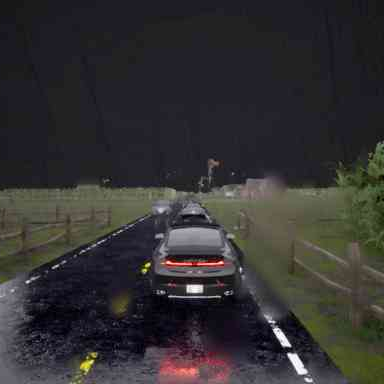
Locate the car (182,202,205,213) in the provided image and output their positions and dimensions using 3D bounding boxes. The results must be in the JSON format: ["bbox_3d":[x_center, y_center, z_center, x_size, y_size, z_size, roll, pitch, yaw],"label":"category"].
[{"bbox_3d":[0.126,1.581,28.701,1.994,1.385,4.181,0,0,0],"label":"car"}]

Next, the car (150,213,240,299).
[{"bbox_3d":[0.076,1.506,8.447,1.837,1.490,4.892,0,0,1],"label":"car"}]

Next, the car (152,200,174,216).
[{"bbox_3d":[-2.792,1.513,32.410,2.128,1.511,4.902,0,0,0],"label":"car"}]
